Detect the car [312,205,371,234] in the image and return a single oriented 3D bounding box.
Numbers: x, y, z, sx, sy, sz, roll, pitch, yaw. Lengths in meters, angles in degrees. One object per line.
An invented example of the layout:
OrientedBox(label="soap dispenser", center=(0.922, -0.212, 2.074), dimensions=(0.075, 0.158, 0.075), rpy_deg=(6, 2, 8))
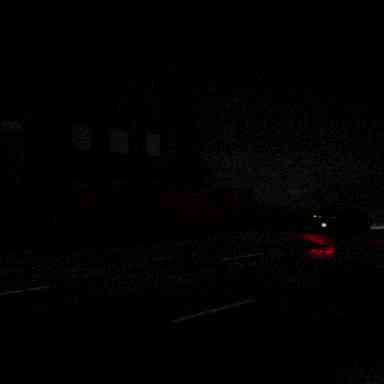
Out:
OrientedBox(label="car", center=(8.866, 1.516, 19.524), dimensions=(4.892, 1.490, 1.837), rpy_deg=(0, 0, -43))
